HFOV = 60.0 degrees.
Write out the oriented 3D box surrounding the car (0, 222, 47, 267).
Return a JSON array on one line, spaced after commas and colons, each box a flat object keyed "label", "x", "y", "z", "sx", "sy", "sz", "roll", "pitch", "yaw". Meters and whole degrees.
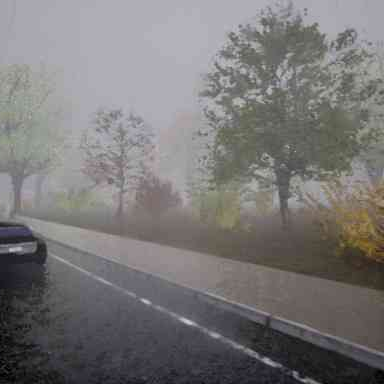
[{"label": "car", "x": -6.617, "y": 1.756, "z": 11.797, "sx": 1.994, "sy": 1.385, "sz": 4.181, "roll": 0, "pitch": -1, "yaw": -37}]
